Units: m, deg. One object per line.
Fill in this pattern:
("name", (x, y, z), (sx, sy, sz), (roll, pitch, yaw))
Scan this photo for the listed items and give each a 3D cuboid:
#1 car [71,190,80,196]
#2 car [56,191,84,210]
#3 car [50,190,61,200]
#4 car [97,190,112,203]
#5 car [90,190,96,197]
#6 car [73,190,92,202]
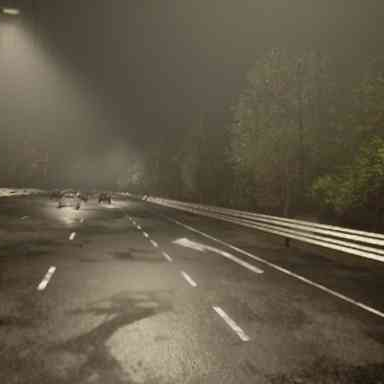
("car", (-30.715, 0.246, 87.955), (1.895, 1.301, 4.718), (4, -1, -15))
("car", (-12.155, 0.935, 33.313), (1.812, 1.442, 4.674), (4, -1, -15))
("car", (-20.754, 0.486, 51.539), (1.837, 1.490, 4.892), (4, -1, -15))
("car", (-13.987, 0.990, 53.265), (1.837, 1.490, 4.892), (4, -1, -15))
("car", (-26.797, 0.398, 86.896), (1.882, 1.535, 5.008), (4, -1, -15))
("car", (-17.368, 0.779, 52.383), (2.033, 1.411, 5.357), (4, -1, -15))
